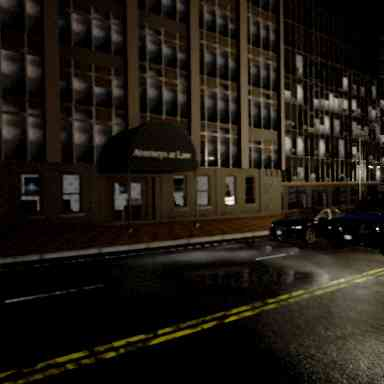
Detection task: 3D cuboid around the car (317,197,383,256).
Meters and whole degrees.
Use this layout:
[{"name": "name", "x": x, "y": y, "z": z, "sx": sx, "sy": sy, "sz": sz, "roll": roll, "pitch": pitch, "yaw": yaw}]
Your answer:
[{"name": "car", "x": 7.657, "y": 1.213, "z": 13.142, "sx": 5.566, "sy": 2.045, "sz": 2.150, "roll": 0, "pitch": 0, "yaw": -36}]

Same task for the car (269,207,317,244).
[{"name": "car", "x": 5.749, "y": 1.485, "z": 15.772, "sx": 4.902, "sy": 1.511, "sz": 2.128, "roll": 0, "pitch": 0, "yaw": -36}]
